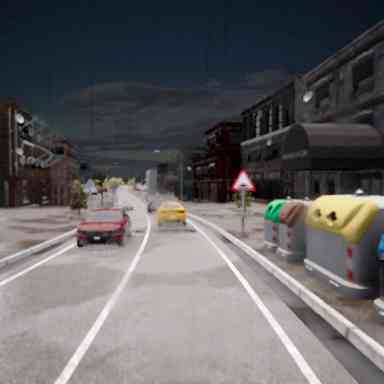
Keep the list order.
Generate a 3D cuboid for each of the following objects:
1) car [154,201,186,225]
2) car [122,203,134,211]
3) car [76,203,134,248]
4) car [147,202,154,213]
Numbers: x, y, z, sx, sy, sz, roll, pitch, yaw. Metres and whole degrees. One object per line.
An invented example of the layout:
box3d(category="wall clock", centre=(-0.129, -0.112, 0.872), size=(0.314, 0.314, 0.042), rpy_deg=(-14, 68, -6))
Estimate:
box3d(category="car", centre=(-1.557, 1.498, 24.092), size=(1.882, 1.535, 5.008), rpy_deg=(0, 0, -7))
box3d(category="car", centre=(-10.736, 2.449, 55.816), size=(1.895, 1.301, 4.718), rpy_deg=(0, -1, -12))
box3d(category="car", centre=(-3.838, 1.503, 15.199), size=(1.882, 1.535, 5.008), rpy_deg=(0, 0, -5))
box3d(category="car", centre=(-4.676, 1.897, 42.352), size=(1.994, 1.385, 4.181), rpy_deg=(0, -2, -11))
